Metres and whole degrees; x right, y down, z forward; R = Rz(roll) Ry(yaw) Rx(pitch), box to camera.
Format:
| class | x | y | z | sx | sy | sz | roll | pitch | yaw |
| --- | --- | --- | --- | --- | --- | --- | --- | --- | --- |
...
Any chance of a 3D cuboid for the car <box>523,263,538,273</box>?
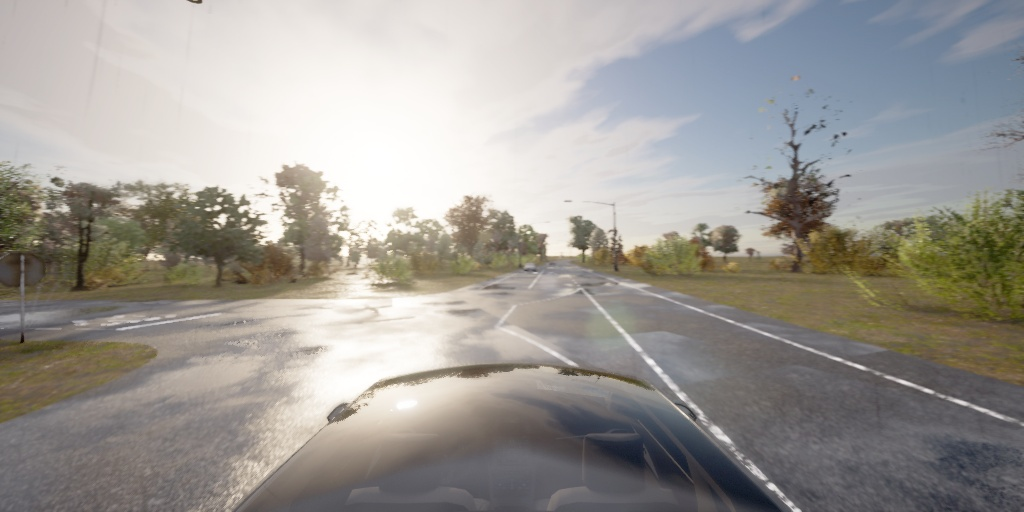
| class | x | y | z | sx | sy | sz | roll | pitch | yaw |
| --- | --- | --- | --- | --- | --- | --- | --- | --- | --- |
| car | 2.783 | 1.807 | 54.486 | 1.812 | 1.442 | 4.674 | -1 | -1 | 6 |
